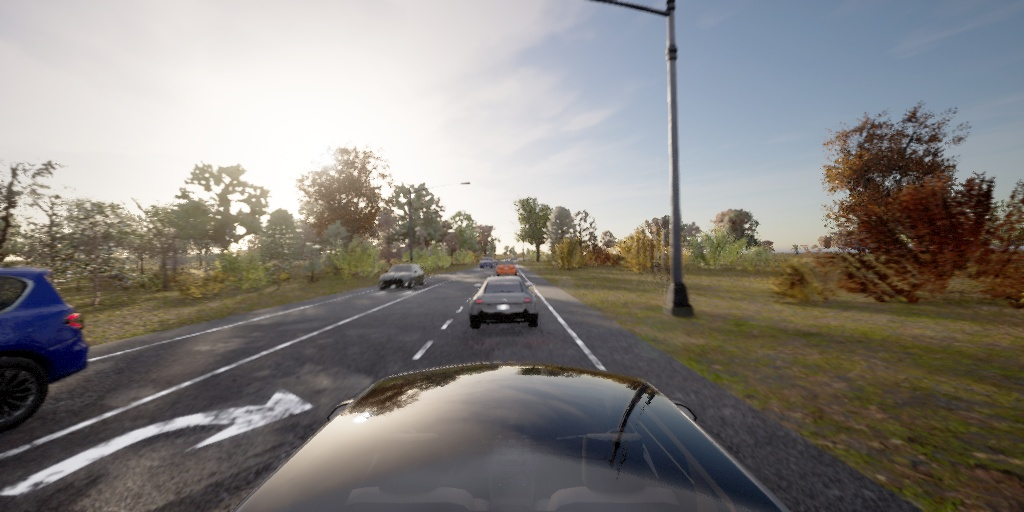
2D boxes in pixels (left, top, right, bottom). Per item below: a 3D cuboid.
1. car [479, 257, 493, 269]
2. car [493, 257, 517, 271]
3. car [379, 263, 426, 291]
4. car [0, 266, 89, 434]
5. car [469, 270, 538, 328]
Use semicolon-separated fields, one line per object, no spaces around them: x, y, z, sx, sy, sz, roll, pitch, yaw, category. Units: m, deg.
-4.483;1.205;63.411;2.150;2.045;5.566;-1;0;1;car
-0.587;1.210;38.054;2.097;1.767;4.553;-1;0;-1;car
-7.380;1.328;24.427;2.097;1.767;4.553;-1;0;0;car
-7.153;1.131;2.758;2.150;2.045;5.566;-1;0;-1;car
-0.257;1.351;11.635;1.994;1.385;4.181;-1;0;-1;car
